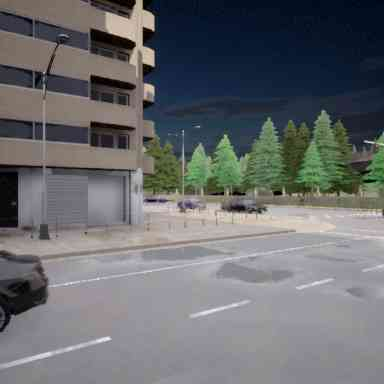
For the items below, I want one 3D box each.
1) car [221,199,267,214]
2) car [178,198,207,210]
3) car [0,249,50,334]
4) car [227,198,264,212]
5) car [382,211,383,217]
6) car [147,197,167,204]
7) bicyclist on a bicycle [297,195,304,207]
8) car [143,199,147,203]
[{"bbox_3d":[5.363,1.492,35.010,2.033,1.411,5.357,0,0,-37],"label":"car"},{"bbox_3d":[-0.053,1.471,42.738,1.812,1.442,4.674,0,0,-36],"label":"car"},{"bbox_3d":[-4.648,1.526,4.945,4.674,1.442,1.812,0,0,-35],"label":"car"},{"bbox_3d":[6.307,1.508,39.777,1.994,1.385,4.181,0,0,-35],"label":"car"},{"bbox_3d":[16.794,1.297,24.630,2.097,1.767,4.553,0,0,-35],"label":"car"},{"bbox_3d":[-7.160,1.545,64.420,4.718,1.301,1.895,0,0,31],"label":"car"},{"bbox_3d":[15.132,1.245,46.411,1.656,1.620,0.582,0,0,-35],"label":"bicyclist on a bicycle"},{"bbox_3d":[-11.042,1.492,58.623,5.357,1.411,2.033,0,0,31],"label":"car"}]
